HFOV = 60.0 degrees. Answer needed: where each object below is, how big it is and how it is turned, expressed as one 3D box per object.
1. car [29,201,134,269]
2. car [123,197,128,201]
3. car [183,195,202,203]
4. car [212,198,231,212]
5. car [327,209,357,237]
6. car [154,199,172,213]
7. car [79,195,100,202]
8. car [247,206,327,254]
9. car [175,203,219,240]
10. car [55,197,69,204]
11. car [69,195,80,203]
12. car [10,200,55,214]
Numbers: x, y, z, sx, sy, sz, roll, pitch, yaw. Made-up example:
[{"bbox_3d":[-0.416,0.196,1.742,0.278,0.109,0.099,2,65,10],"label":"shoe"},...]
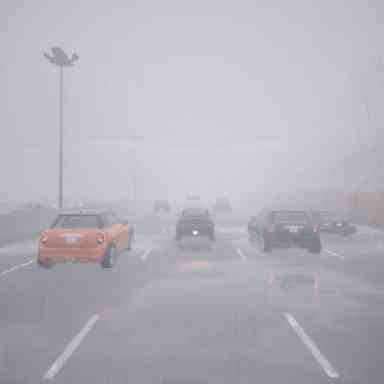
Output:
[{"bbox_3d":[-3.358,1.370,11.419,2.097,1.767,4.553,0,0,0],"label":"car"},{"bbox_3d":[-14.619,1.419,70.453,2.128,1.511,4.902,0,0,-1],"label":"car"},{"bbox_3d":[0.049,1.344,41.088,2.150,2.045,5.566,0,0,-1],"label":"car"},{"bbox_3d":[3.515,1.488,40.573,2.097,1.767,4.553,0,0,-1],"label":"car"},{"bbox_3d":[7.195,1.637,18.700,2.033,1.411,5.357,0,0,0],"label":"car"},{"bbox_3d":[-3.449,1.606,39.323,1.837,1.490,4.892,0,0,-1],"label":"car"},{"bbox_3d":[-17.933,1.551,59.316,1.882,1.535,5.008,0,0,-1],"label":"car"},{"bbox_3d":[3.660,1.410,14.034,2.097,1.767,4.553,0,0,0],"label":"car"},{"bbox_3d":[0.167,1.558,17.329,1.837,1.490,4.892,0,0,0],"label":"car"},{"bbox_3d":[-25.010,1.578,64.082,1.994,1.385,4.181,0,0,-1],"label":"car"},{"bbox_3d":[-21.511,1.401,64.211,2.097,1.767,4.553,0,0,-1],"label":"car"},{"bbox_3d":[-14.009,1.585,28.996,1.994,1.385,4.181,0,0,0],"label":"car"}]
